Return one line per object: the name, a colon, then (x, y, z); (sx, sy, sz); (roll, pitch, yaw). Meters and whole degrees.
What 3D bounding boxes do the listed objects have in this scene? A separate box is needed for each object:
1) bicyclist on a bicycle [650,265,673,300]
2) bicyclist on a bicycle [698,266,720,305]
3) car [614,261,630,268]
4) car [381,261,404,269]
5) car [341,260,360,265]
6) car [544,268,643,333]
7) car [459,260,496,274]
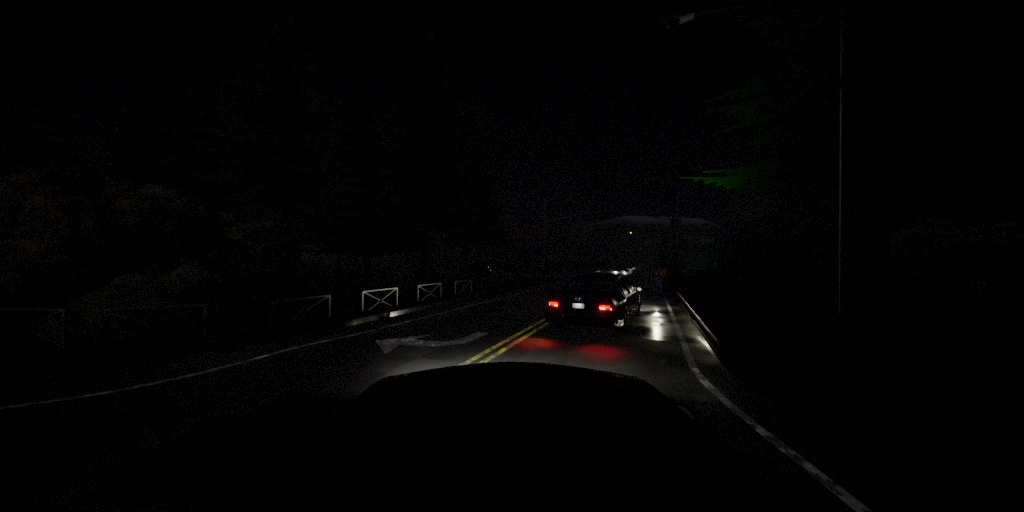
bicyclist on a bicycle: (6.899, 1.226, 16.511); (1.656, 1.620, 0.582); (1, 0, -30)
bicyclist on a bicycle: (8.303, 1.239, 15.087); (1.656, 1.620, 0.582); (1, 0, -33)
car: (18.267, 1.862, 60.131); (1.895, 1.301, 4.718); (1, 0, 21)
car: (-18.069, 1.438, 54.662); (4.181, 1.385, 1.994); (1, 0, 23)
car: (-23.284, 1.266, 53.004); (5.008, 1.535, 1.882); (1, 0, 26)
car: (2.594, 1.215, 10.427); (2.033, 1.411, 5.357); (1, 0, 26)
car: (-4.244, 1.348, 45.162); (4.553, 1.767, 2.097); (1, 0, 21)
